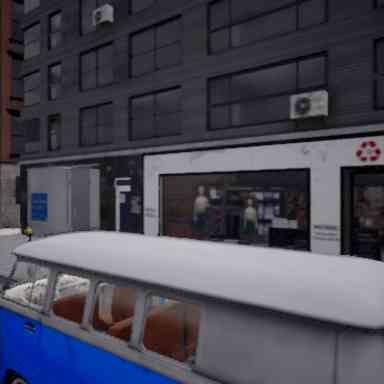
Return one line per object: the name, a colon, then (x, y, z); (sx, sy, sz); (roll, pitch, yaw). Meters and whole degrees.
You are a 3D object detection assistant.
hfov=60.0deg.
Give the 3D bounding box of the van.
van: (-0.212, 1.342, 2.961); (3.998, 1.788, 1.690); (0, 0, 35)
